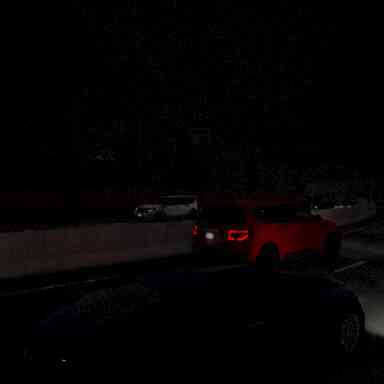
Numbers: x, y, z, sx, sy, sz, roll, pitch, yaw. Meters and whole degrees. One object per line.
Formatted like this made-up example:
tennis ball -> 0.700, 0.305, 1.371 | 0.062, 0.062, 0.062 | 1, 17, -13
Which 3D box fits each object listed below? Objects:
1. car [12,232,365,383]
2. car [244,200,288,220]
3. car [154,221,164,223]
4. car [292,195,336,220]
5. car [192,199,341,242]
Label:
car -> 0.354, 1.535, 4.266 | 4.674, 1.442, 1.812 | 0, 0, -37
car -> 6.768, 1.559, 30.046 | 1.837, 1.490, 4.892 | 0, 0, 39
car -> -1.773, 1.280, 25.656 | 5.566, 2.045, 2.150 | 0, 0, -45
car -> 10.965, 1.268, 29.636 | 2.150, 2.045, 5.566 | 0, 0, 38
car -> 2.511, 1.241, 10.457 | 5.566, 2.045, 2.150 | 0, 0, -40
